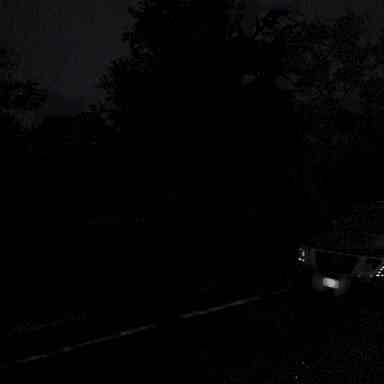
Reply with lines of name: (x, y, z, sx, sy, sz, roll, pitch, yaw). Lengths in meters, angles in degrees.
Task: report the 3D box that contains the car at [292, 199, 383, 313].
car: (4.615, 1.187, 7.287, 5.566, 2.045, 2.150, 0, 0, -36)
